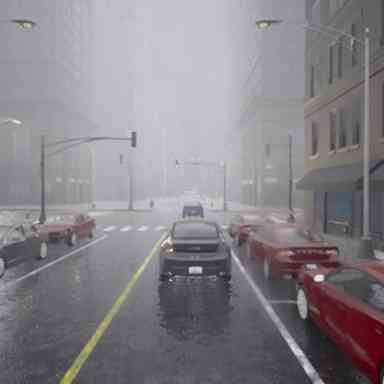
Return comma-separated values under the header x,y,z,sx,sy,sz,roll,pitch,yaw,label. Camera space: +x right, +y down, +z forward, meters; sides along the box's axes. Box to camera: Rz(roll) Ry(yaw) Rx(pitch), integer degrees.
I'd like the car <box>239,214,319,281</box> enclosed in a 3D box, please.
x,y,z,sx,sy,sz,roll,pitch,yaw,label
2.750,1.588,9.895,1.887,1.381,4.507,-1,0,0,car

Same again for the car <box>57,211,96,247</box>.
x,y,z,sx,sy,sz,roll,pitch,yaw,label
-5.776,1.613,15.399,1.887,1.381,4.507,-1,0,0,car

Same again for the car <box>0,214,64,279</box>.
x,y,z,sx,sy,sz,roll,pitch,yaw,label
-5.775,1.595,9.893,2.008,1.369,4.403,-1,0,0,car

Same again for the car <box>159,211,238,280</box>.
x,y,z,sx,sy,sz,roll,pitch,yaw,label
0.088,1.550,10.104,1.837,1.490,4.892,0,0,0,car

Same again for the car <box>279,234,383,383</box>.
x,y,z,sx,sy,sz,roll,pitch,yaw,label
2.751,1.564,4.389,1.887,1.381,4.507,-1,0,0,car

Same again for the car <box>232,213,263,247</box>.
x,y,z,sx,sy,sz,roll,pitch,yaw,label
2.749,1.612,15.400,1.887,1.381,4.507,-1,0,0,car

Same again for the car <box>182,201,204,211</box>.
x,y,z,sx,sy,sz,roll,pitch,yaw,label
0.090,1.598,31.821,1.882,1.535,5.008,0,0,0,car
